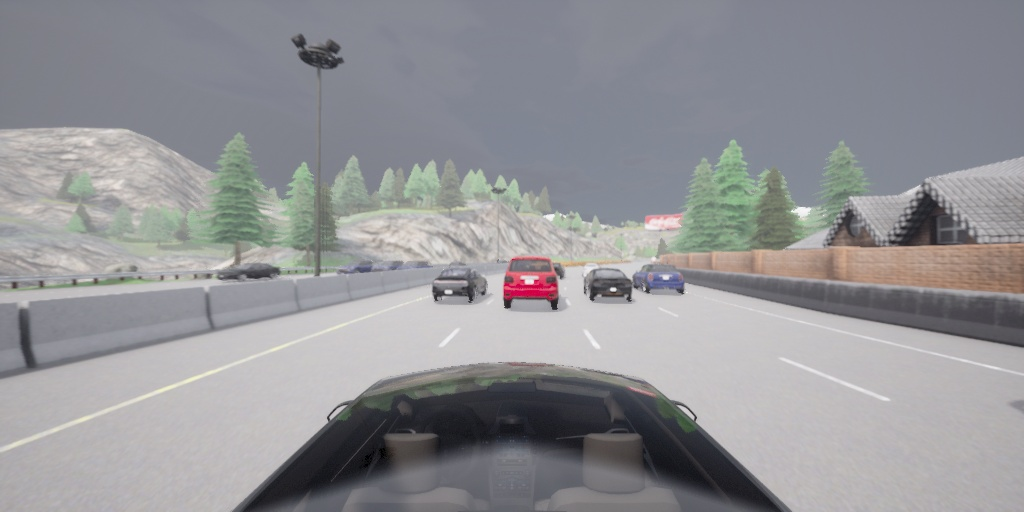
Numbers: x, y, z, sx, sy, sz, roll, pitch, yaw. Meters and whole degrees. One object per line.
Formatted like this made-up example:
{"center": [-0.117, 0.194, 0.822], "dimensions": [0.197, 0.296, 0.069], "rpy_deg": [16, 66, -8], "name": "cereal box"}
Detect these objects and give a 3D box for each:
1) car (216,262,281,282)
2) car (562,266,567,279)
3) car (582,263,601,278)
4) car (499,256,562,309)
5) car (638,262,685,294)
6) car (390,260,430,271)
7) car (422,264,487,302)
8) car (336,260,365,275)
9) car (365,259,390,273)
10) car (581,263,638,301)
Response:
{"center": [-22.008, 1.302, 30.168], "dimensions": [1.882, 1.535, 5.008], "rpy_deg": [0, 0, 10], "name": "car"}
{"center": [4.271, 1.443, 35.685], "dimensions": [1.837, 1.490, 4.892], "rpy_deg": [0, 0, 13], "name": "car"}
{"center": [8.524, 1.492, 38.326], "dimensions": [1.812, 1.442, 4.674], "rpy_deg": [0, 0, 14], "name": "car"}
{"center": [0.914, 1.046, 15.704], "dimensions": [2.150, 2.045, 5.566], "rpy_deg": [0, 0, 6], "name": "car"}
{"center": [8.715, 1.233, 21.707], "dimensions": [2.097, 1.767, 4.553], "rpy_deg": [0, 0, 8], "name": "car"}
{"center": [-10.053, 1.249, 36.634], "dimensions": [2.097, 1.767, 4.553], "rpy_deg": [0, 0, 13], "name": "car"}
{"center": [-2.413, 1.314, 17.435], "dimensions": [2.128, 1.511, 4.902], "rpy_deg": [0, 0, 6], "name": "car"}
{"center": [-16.739, 1.238, 38.748], "dimensions": [2.097, 1.767, 4.553], "rpy_deg": [0, 0, 13], "name": "car"}
{"center": [-13.187, 1.248, 38.622], "dimensions": [2.097, 1.767, 4.553], "rpy_deg": [0, 0, 14], "name": "car"}
{"center": [4.698, 1.327, 18.098], "dimensions": [1.882, 1.535, 5.008], "rpy_deg": [0, 0, 7], "name": "car"}
